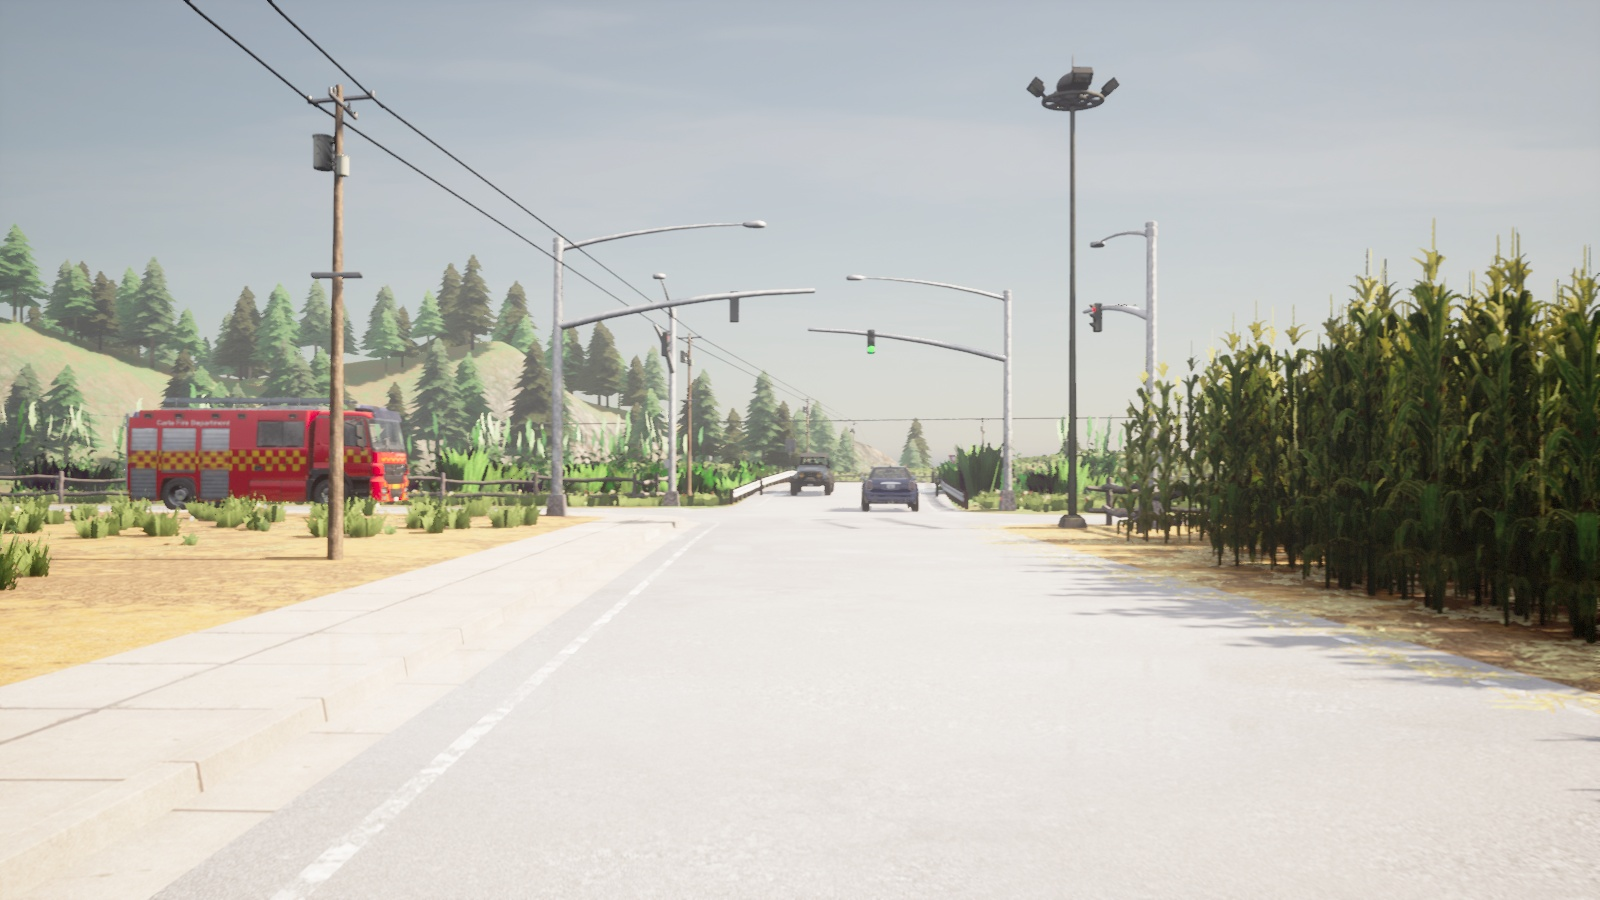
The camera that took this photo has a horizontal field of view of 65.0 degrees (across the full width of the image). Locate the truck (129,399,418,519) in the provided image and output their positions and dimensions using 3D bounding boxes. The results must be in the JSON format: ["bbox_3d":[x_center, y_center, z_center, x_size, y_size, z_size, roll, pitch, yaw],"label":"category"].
[{"bbox_3d":[-17.458,0.307,42.023,8.468,3.827,2.891,0,-1,2],"label":"truck"}]

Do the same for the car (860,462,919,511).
[{"bbox_3d":[3.361,1.353,47.840,2.097,1.767,4.553,0,-1,2],"label":"car"}]

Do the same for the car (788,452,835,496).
[{"bbox_3d":[0.573,1.108,59.270,1.905,1.878,3.866,0,2,5],"label":"car"}]
